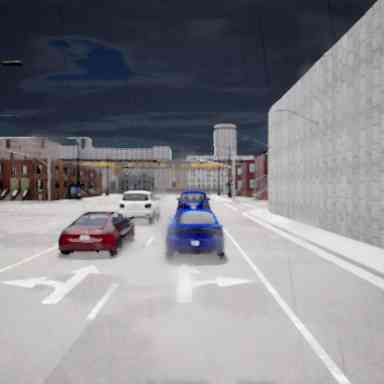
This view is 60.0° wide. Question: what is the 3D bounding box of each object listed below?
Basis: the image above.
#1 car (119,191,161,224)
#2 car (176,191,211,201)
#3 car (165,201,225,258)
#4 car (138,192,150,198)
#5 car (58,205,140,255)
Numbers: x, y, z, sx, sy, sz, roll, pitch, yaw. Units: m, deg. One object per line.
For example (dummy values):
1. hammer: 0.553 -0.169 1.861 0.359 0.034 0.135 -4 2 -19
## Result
1. car: -3.401 0.938 22.339 2.150 2.045 5.566 0 1 0
2. car: 0.097 0.936 22.452 2.150 2.045 5.566 0 1 0
3. car: 0.095 1.321 12.180 1.882 1.535 5.008 0 1 0
4. car: -10.503 0.621 73.298 1.994 1.385 4.181 0 1 0
5. car: -3.401 1.402 12.591 1.994 1.385 4.181 0 1 0
